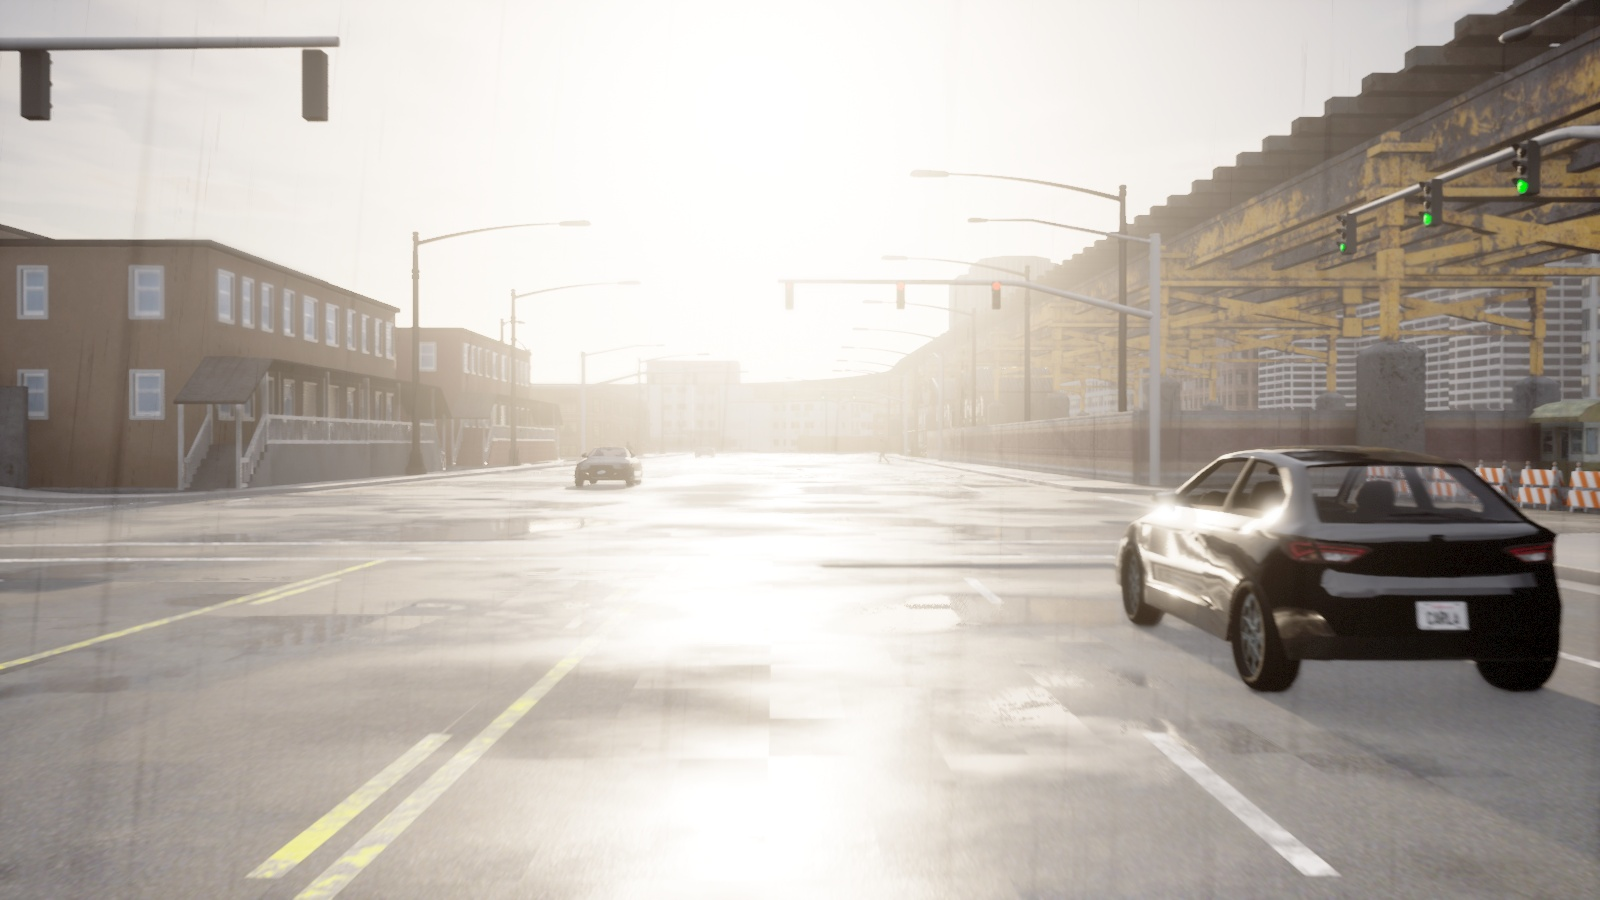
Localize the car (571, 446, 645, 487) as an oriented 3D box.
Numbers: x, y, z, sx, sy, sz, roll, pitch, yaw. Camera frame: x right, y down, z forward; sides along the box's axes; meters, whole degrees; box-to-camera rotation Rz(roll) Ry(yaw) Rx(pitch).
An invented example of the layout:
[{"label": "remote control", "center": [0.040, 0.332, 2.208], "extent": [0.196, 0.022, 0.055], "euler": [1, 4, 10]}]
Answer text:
[{"label": "car", "center": [-6.738, 0.555, 44.439], "extent": [1.994, 1.385, 4.181], "euler": [0, 0, 0]}]

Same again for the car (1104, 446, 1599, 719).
[{"label": "car", "center": [3.566, 0.713, 8.927], "extent": [1.816, 1.474, 4.193], "euler": [0, 0, 0]}]
